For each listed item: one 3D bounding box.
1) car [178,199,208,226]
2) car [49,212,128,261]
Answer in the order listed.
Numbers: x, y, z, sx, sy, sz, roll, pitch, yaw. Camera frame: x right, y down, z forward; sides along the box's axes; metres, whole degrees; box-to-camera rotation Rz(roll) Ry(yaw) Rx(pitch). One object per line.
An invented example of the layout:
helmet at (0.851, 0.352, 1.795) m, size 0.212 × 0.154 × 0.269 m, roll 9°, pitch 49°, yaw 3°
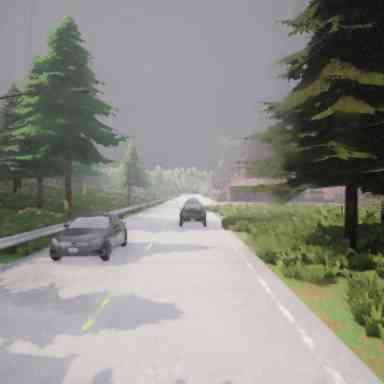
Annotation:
car at (0.065, 1.483, 23.473) m, size 1.837 × 1.490 × 4.892 m, roll 0°, pitch 1°, yaw 0°
car at (-3.585, 1.510, 12.372) m, size 1.812 × 1.442 × 4.674 m, roll 0°, pitch 0°, yaw 0°
